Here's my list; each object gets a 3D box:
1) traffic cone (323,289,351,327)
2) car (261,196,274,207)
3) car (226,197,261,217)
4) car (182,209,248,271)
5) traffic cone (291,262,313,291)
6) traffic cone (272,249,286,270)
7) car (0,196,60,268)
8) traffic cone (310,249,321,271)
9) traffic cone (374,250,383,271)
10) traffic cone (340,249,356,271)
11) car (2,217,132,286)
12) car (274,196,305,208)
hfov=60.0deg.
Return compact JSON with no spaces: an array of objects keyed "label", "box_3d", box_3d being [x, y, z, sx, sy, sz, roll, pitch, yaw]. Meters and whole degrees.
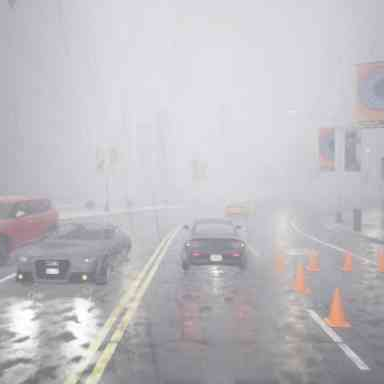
[{"label":"traffic cone","box_3d":[2.491,1.962,5.722,0.340,0.580,0.340,0,0,1]},{"label":"car","box_3d":[10.998,1.345,49.655,4.553,1.767,2.097,0,0,-37]},{"label":"car","box_3d":[4.598,1.460,30.688,1.882,1.535,5.008,0,0,24]},{"label":"car","box_3d":[0.670,1.514,10.814,1.812,1.442,4.674,0,0,1]},{"label":"traffic cone","box_3d":[2.520,1.959,7.722,0.340,0.580,0.340,0,0,1]},{"label":"traffic cone","box_3d":[2.550,1.956,9.722,0.340,0.580,0.340,0,0,1]},{"label":"car","box_3d":[-6.457,1.167,11.293,2.150,2.045,5.566,0,0,2]},{"label":"traffic cone","box_3d":[3.549,1.962,9.707,0.340,0.580,0.340,0,0,1]},{"label":"traffic cone","box_3d":[5.549,1.974,9.678,0.340,0.580,0.340,0,0,1]},{"label":"traffic cone","box_3d":[4.549,1.968,9.693,0.340,0.580,0.340,0,0,1]},{"label":"car","box_3d":[-2.970,1.533,9.214,1.994,1.385,4.181,0,0,2]},{"label":"car","box_3d":[14.265,1.580,47.742,4.181,1.385,1.994,0,0,-35]}]
